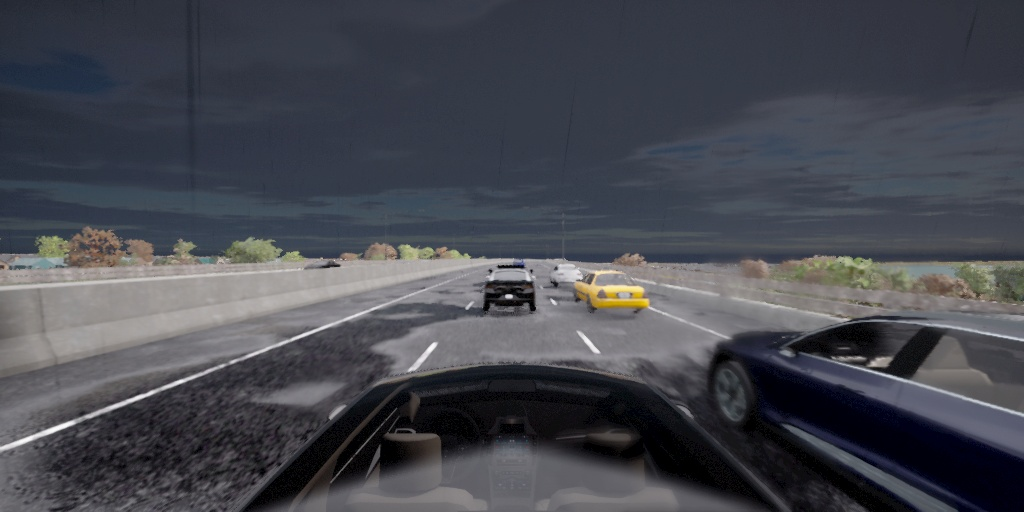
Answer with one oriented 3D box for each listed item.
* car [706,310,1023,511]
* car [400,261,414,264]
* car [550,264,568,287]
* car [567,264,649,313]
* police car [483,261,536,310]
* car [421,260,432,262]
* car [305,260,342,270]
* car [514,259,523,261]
[{"bbox_3d":[3.497,1.183,2.701,2.033,1.649,4.856,0,0,0],"label":"car"},{"bbox_3d":[-16.683,1.391,57.299,1.895,1.301,4.718,0,0,-7],"label":"car"},{"bbox_3d":[3.648,1.278,24.546,1.812,1.442,4.674,0,0,1],"label":"car"},{"bbox_3d":[3.539,1.205,13.813,1.801,1.575,5.366,0,0,0],"label":"car"},{"bbox_3d":[-0.049,1.171,14.803,1.930,1.638,5.238,0,0,1],"label":"police car"},{"bbox_3d":[-13.207,1.314,55.306,1.812,1.442,4.674,0,0,-2],"label":"car"},{"bbox_3d":[-20.660,1.230,39.397,1.882,1.535,5.008,0,0,2],"label":"car"},{"bbox_3d":[0.983,1.281,57.260,1.882,1.535,5.008,0,0,2],"label":"car"}]
